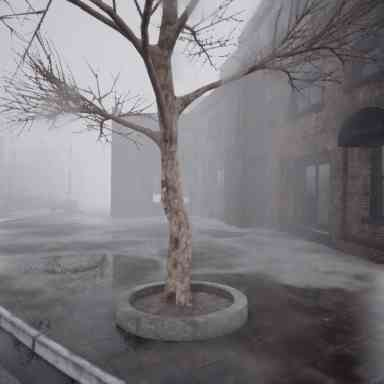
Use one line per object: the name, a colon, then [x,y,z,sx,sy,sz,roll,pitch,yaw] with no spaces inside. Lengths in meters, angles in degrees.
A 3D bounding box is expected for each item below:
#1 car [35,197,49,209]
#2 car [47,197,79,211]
car: [-20.130,1.517,47.219,2.097,1.767,4.553,1,0,7]
car: [-16.914,1.735,44.386,1.812,1.442,4.674,1,0,8]
